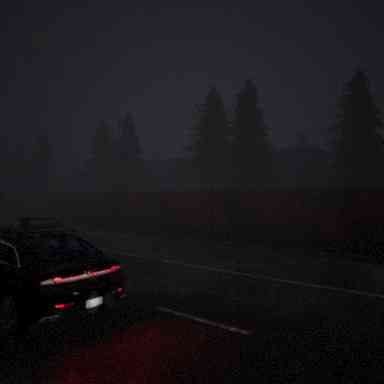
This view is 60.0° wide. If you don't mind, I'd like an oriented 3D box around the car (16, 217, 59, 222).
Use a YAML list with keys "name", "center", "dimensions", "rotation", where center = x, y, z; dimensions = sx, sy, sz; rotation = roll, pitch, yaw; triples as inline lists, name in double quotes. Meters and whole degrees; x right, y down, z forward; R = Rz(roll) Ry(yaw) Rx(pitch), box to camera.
- name: "car"
  center: [-7.198, 1.797, 15.087]
  dimensions: [4.718, 1.301, 1.895]
  rotation: [-1, -1, 45]

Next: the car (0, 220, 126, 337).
- name: "car"
  center: [-3.415, 1.582, 6.908]
  dimensions: [4.902, 1.511, 2.128]
  rotation: [-1, -1, 40]
